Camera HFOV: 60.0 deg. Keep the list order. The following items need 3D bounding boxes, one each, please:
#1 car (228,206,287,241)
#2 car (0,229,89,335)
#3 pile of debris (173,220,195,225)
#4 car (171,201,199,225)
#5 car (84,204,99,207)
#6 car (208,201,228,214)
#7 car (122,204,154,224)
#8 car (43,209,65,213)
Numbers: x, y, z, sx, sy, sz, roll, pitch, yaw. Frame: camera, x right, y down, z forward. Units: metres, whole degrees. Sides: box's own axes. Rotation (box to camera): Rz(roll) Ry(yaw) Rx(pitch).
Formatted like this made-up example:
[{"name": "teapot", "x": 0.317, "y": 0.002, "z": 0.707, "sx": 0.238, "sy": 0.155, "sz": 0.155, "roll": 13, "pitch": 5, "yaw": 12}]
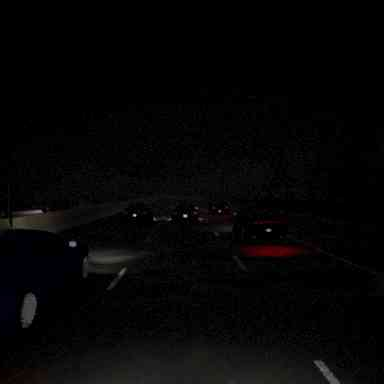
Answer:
[{"name": "car", "x": 3.197, "y": 1.481, "z": 16.606, "sx": 1.882, "sy": 1.535, "sz": 5.008, "roll": 0, "pitch": 0, "yaw": -1}, {"name": "car", "x": -3.586, "y": 1.487, "z": 6.747, "sx": 1.882, "sy": 1.535, "sz": 5.008, "roll": 0, "pitch": 0, "yaw": -1}, {"name": "pile of debris", "x": -0.587, "y": 2.189, "z": 24.005, "sx": 1.500, "sy": 0.140, "sz": 1.860, "roll": 0, "pitch": 0, "yaw": -1}, {"name": "car", "x": -0.514, "y": 1.578, "z": 24.540, "sx": 1.994, "sy": 1.385, "sz": 4.181, "roll": 0, "pitch": 0, "yaw": -2}, {"name": "car", "x": -11.510, "y": 1.564, "z": 36.521, "sx": 1.812, "sy": 1.442, "sz": 4.674, "roll": 0, "pitch": 0, "yaw": -1}, {"name": "car", "x": 2.716, "y": 1.614, "z": 35.510, "sx": 1.895, "sy": 1.301, "sz": 4.718, "roll": 0, "pitch": 0, "yaw": -1}, {"name": "car", "x": -4.016, "y": 1.584, "z": 25.011, "sx": 1.994, "sy": 1.385, "sz": 4.181, "roll": 0, "pitch": 0, "yaw": -1}, {"name": "car", "x": -15.019, "y": 1.537, "z": 36.874, "sx": 2.128, "sy": 1.511, "sz": 4.902, "roll": 0, "pitch": 0, "yaw": -1}]
